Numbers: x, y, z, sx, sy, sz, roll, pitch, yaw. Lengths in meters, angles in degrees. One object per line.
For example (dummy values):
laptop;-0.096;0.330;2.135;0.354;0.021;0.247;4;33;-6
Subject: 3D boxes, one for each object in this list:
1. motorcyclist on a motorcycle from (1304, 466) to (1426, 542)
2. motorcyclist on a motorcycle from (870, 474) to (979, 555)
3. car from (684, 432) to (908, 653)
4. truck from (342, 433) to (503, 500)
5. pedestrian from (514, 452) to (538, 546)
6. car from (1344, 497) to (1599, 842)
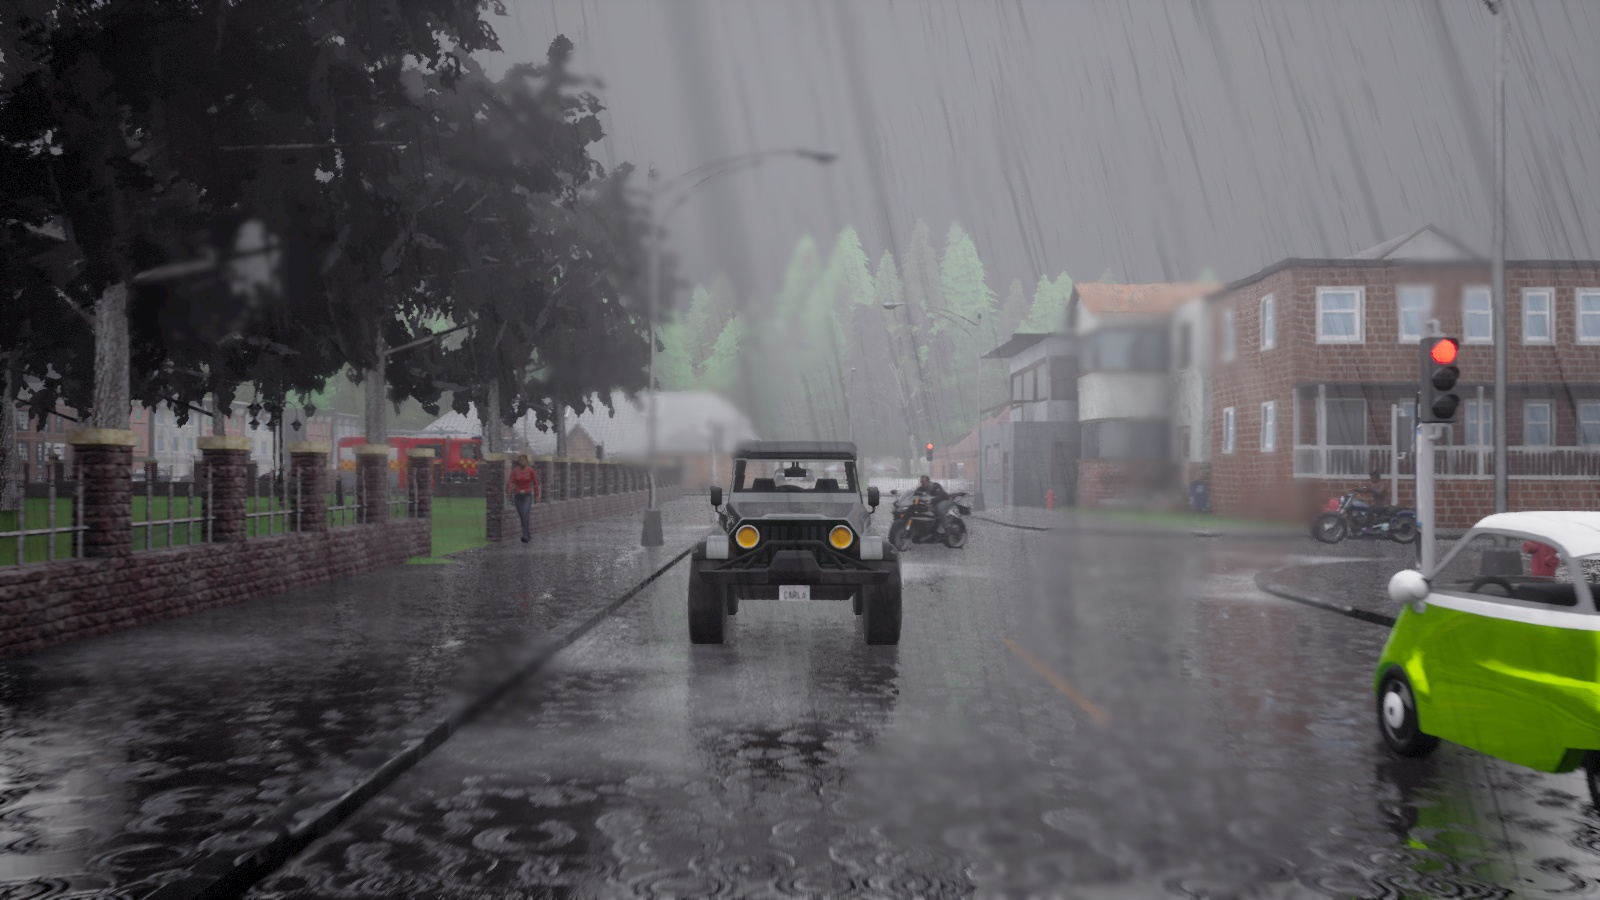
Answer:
motorcyclist on a motorcycle;12.504;1.181;27.834;2.350;1.649;0.766;-1;-1;0
motorcyclist on a motorcycle;2.499;1.259;25.032;2.191;1.530;0.866;1;0;-40
car;-0.039;0.822;12.641;1.905;1.878;3.866;0;-1;0
truck;-21.819;0.958;72.945;8.468;3.827;2.891;0;-1;-1
pedestrian;-5.421;0.963;24.887;0.331;1.846;0.636;0;-1;0
car;3.980;0.960;6.357;1.481;1.376;2.207;0;-1;0
